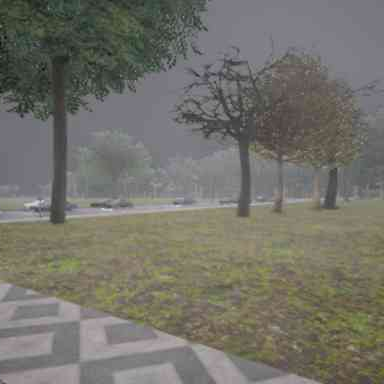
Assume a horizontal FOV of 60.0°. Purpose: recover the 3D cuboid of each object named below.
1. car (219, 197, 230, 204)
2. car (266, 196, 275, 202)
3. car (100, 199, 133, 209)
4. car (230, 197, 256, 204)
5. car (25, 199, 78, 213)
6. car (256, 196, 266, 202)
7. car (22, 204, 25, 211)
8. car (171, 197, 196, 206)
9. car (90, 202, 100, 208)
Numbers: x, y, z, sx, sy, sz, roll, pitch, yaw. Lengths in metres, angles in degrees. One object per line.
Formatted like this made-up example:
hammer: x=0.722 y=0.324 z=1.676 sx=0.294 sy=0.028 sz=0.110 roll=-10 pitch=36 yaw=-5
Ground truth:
car: x=7.105 y=1.661 z=65.354 sx=1.994 sy=1.385 sz=4.181 roll=-1 pitch=-1 yaw=35
car: x=19.473 y=1.664 z=77.322 sx=1.994 sy=1.385 sz=4.181 roll=-1 pitch=-1 yaw=35
car: x=-10.243 y=1.642 z=46.879 sx=1.994 sy=1.385 sz=4.181 roll=-1 pitch=-1 yaw=35
car: x=9.762 y=1.568 z=63.481 sx=1.837 sy=1.490 sz=4.892 roll=-1 pitch=-1 yaw=35
car: x=-16.003 y=1.612 z=38.780 sx=2.033 sy=1.411 sz=5.357 roll=-1 pitch=-1 yaw=35
car: x=16.220 y=1.667 z=78.355 sx=1.812 sy=1.442 sz=4.674 roll=-1 pitch=-1 yaw=35
car: x=-18.455 y=1.626 z=40.947 sx=1.812 sy=1.442 sz=4.674 roll=-1 pitch=-1 yaw=35
car: x=-1.413 y=1.654 z=59.149 sx=2.033 sy=1.411 sz=5.357 roll=-1 pitch=-1 yaw=35
car: x=-12.667 y=1.715 z=49.072 sx=1.895 sy=1.301 sz=4.718 roll=-1 pitch=-1 yaw=35
